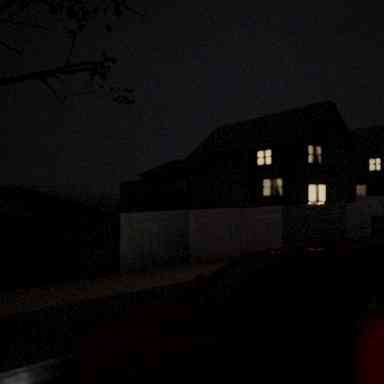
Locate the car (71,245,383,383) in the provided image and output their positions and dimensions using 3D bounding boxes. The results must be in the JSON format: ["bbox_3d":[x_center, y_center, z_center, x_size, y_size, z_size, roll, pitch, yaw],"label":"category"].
[{"bbox_3d":[1.191,1.470,3.915,5.008,1.535,1.882,0,0,-35],"label":"car"}]
